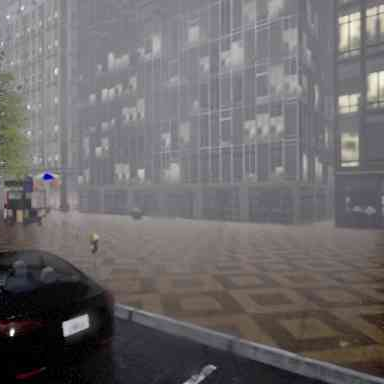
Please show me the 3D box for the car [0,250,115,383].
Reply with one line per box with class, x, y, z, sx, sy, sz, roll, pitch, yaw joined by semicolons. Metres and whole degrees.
car;-3.022;1.565;5.033;4.313;1.339;1.947;0;0;35
